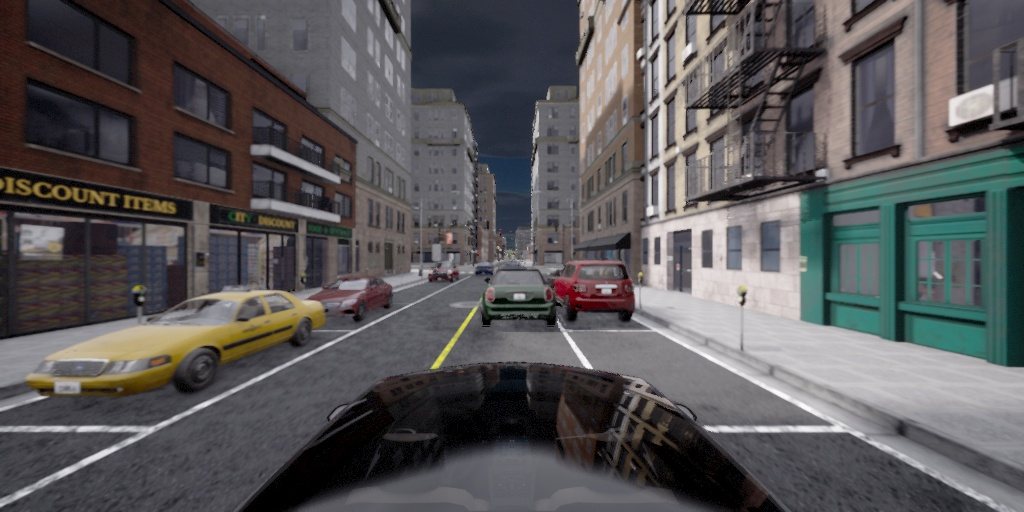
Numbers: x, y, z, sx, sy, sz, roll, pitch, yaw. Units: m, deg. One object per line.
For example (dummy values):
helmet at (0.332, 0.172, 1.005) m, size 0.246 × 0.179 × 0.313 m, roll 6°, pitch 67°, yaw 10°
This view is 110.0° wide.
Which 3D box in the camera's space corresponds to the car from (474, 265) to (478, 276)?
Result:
car at (-2.785, 1.315, 37.652) m, size 2.033 × 1.411 × 5.357 m, roll 0°, pitch 0°, yaw 1°

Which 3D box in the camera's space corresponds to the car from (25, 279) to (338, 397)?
car at (-5.389, 1.274, 6.756) m, size 1.751 × 1.417 × 4.829 m, roll 0°, pitch 0°, yaw 0°

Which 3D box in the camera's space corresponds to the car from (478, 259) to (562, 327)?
car at (0.142, 1.102, 11.749) m, size 2.097 × 1.767 × 4.553 m, roll 0°, pitch 0°, yaw -2°

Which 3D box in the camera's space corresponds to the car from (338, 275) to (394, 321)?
car at (-5.390, 1.330, 12.379) m, size 1.802 × 1.307 × 4.207 m, roll 0°, pitch 0°, yaw 0°

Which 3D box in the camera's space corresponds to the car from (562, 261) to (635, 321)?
car at (2.633, 1.063, 12.378) m, size 2.192 × 1.841 × 5.009 m, roll 0°, pitch 0°, yaw 0°

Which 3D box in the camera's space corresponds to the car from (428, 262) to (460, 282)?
car at (-5.395, 1.197, 28.739) m, size 1.967 × 1.591 × 4.097 m, roll 0°, pitch 0°, yaw 0°
